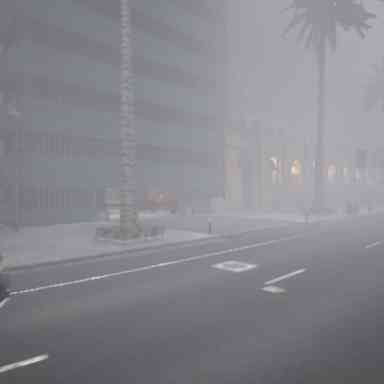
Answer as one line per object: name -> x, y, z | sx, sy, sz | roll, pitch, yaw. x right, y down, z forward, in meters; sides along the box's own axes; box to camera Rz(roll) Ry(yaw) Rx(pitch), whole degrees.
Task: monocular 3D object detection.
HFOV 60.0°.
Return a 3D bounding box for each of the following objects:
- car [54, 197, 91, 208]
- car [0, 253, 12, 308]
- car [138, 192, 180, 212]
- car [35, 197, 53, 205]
car -> -16.922, 1.558, 48.242 | 1.895, 1.301, 4.718 | 0, 0, 45
car -> -5.316, 1.520, 4.652 | 4.902, 1.511, 2.128 | 0, 0, -36
car -> -3.240, 1.052, 35.766 | 2.435, 2.045, 5.566 | 0, 0, 45
car -> -24.841, 1.549, 56.730 | 2.161, 1.482, 4.786 | 0, 0, 45
